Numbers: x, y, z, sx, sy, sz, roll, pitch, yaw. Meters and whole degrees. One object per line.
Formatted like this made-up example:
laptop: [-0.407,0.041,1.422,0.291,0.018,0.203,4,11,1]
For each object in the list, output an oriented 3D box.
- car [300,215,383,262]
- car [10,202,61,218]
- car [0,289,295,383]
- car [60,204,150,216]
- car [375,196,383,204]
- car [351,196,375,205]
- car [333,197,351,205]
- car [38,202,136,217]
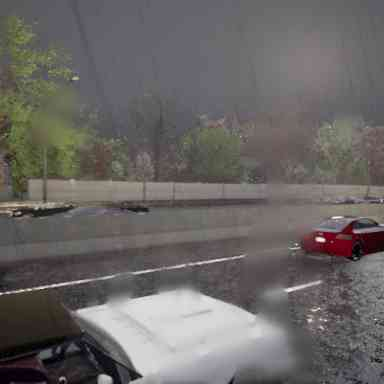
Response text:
car: [5.917,1.565,12.272,4.181,1.385,1.994,0,0,-36]
car: [-11.087,1.490,25.396,4.902,1.511,2.128,0,0,-38]
car: [-1.278,1.601,2.839,4.718,1.301,1.895,0,0,-35]
car: [-4.549,1.563,17.947,4.181,1.385,1.994,0,0,-36]
car: [27.804,1.254,45.298,5.566,2.045,2.150,0,0,-35]
car: [25.451,1.384,47.921,4.553,1.767,2.097,0,0,-35]
car: [23.549,1.523,50.857,4.902,1.511,2.128,0,0,-35]
car: [-6.442,1.546,20.897,5.357,1.411,2.033,0,0,-36]
